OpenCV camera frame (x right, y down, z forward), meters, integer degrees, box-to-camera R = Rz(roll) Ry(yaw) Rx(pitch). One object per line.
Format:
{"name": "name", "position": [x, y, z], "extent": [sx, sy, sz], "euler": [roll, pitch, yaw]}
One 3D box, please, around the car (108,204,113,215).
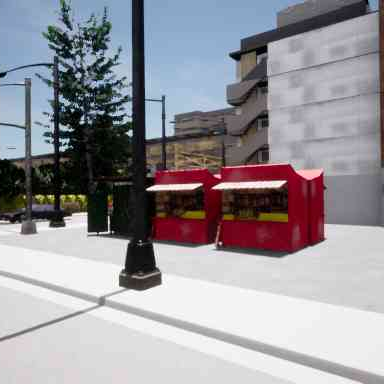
{"name": "car", "position": [-6.889, 1.489, 34.575], "extent": [2.097, 1.767, 4.553], "euler": [-1, -1, 36]}

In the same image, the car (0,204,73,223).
{"name": "car", "position": [-12.420, 1.686, 26.929], "extent": [2.033, 1.411, 5.357], "euler": [-1, -1, 36]}
